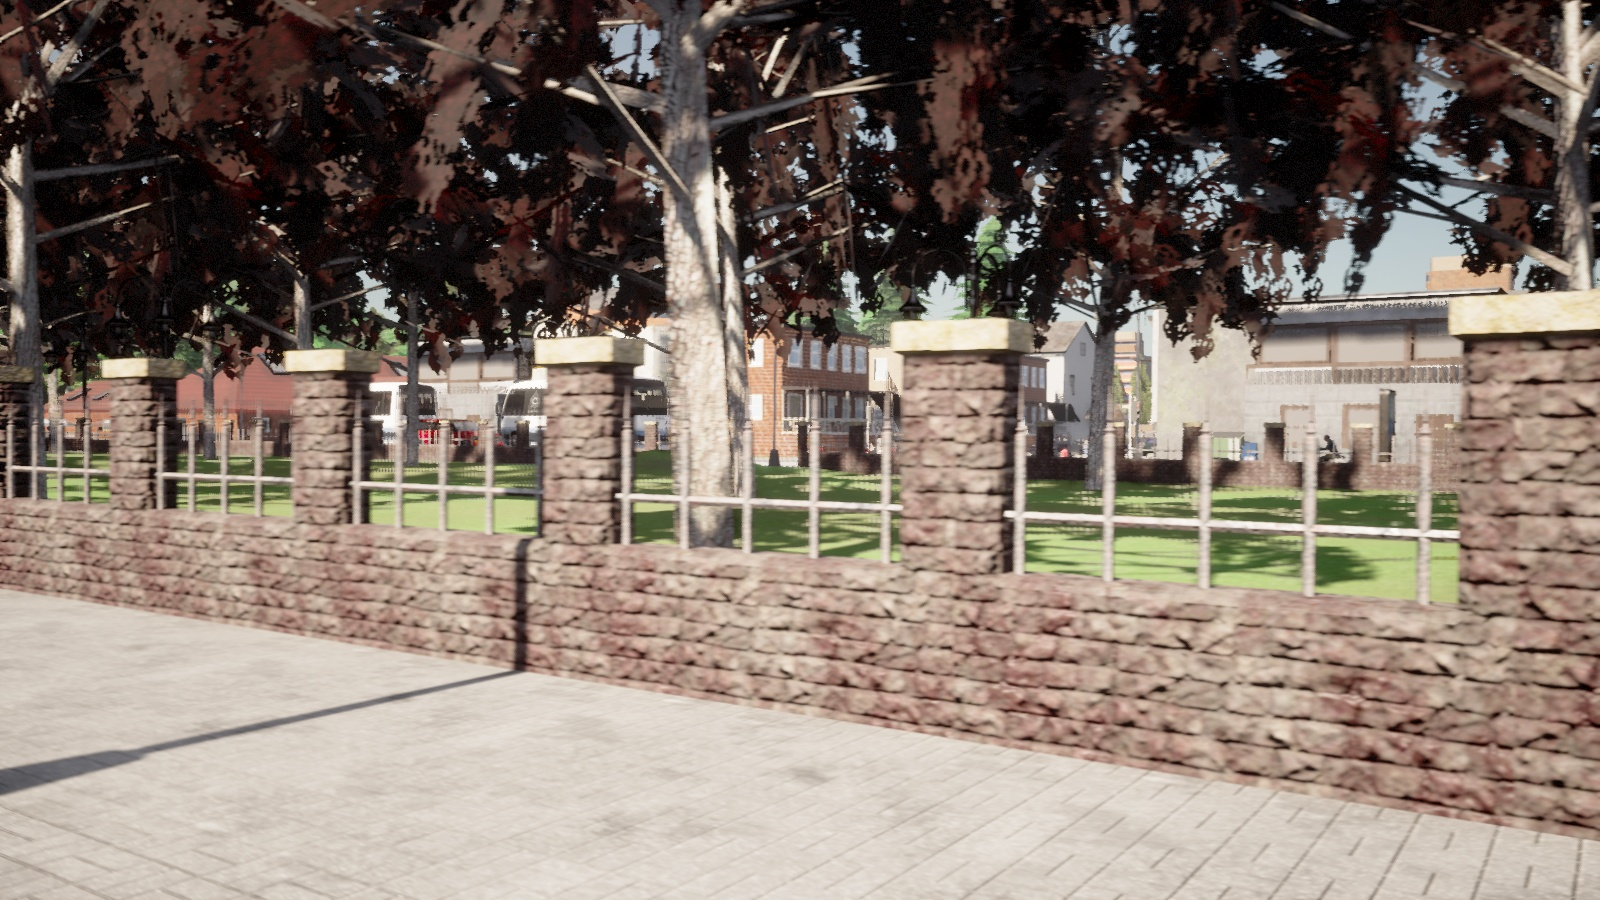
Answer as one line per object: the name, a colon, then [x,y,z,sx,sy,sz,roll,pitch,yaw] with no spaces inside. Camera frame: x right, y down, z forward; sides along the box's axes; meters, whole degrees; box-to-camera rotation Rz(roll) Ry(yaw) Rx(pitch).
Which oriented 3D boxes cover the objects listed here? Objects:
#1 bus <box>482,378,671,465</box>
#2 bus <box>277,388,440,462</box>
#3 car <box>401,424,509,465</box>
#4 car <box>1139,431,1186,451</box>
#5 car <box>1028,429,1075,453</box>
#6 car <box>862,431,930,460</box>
bus: [-11.893,-1.441,66.197,10.273,4.253,3.944,0,1,38]
bus: [-26.979,-1.446,76.576,10.273,4.253,3.944,0,1,34]
car: [-18.071,-0.283,65.734,5.566,2.045,2.150,0,1,30]
car: [26.137,-0.677,90.509,1.994,1.385,4.181,0,1,35]
car: [16.753,-0.583,83.639,1.789,1.549,3.705,0,1,34]
car: [5.085,-0.252,66.159,1.970,1.475,3.806,0,1,34]
